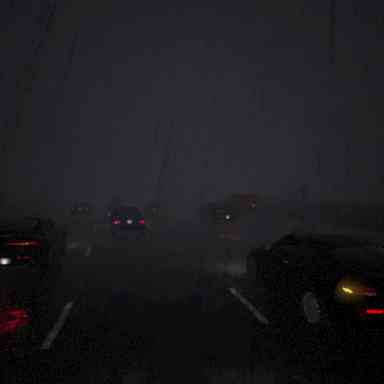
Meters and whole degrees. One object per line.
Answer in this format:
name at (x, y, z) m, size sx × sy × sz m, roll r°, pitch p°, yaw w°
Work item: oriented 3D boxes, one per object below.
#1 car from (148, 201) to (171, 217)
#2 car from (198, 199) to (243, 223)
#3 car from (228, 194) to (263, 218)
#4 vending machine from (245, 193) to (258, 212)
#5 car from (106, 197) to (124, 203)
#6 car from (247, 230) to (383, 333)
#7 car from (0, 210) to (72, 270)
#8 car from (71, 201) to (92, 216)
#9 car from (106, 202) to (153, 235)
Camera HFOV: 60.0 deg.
car at (-3.258, 1.565, 31.072) m, size 2.033 × 1.411 × 5.357 m, roll 0°, pitch 0°, yaw -15°
car at (1.857, 1.489, 25.354) m, size 1.837 × 1.490 × 4.892 m, roll 0°, pitch 0°, yaw -15°
car at (4.327, 1.189, 29.742) m, size 2.150 × 2.045 × 5.566 m, roll 0°, pitch 0°, yaw -15°
vending machine at (6.587, 1.147, 36.749) m, size 1.100 × 2.100 × 0.880 m, roll 0°, pitch 0°, yaw -15°
car at (-9.476, 1.410, 40.951) m, size 2.097 × 1.767 × 4.553 m, roll 0°, pitch 0°, yaw -15°
car at (2.606, 1.508, 6.771) m, size 1.812 × 1.442 × 4.674 m, roll 0°, pitch 0°, yaw -9°
car at (-5.347, 1.539, 10.932) m, size 1.837 × 1.490 × 4.892 m, roll 0°, pitch 0°, yaw -13°
car at (-11.143, 1.617, 33.528) m, size 2.033 × 1.411 × 5.357 m, roll 0°, pitch 0°, yaw -15°
car at (-3.790, 1.570, 19.272) m, size 2.033 × 1.411 × 5.357 m, roll 0°, pitch 0°, yaw -15°
